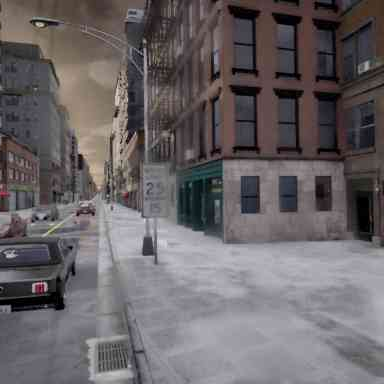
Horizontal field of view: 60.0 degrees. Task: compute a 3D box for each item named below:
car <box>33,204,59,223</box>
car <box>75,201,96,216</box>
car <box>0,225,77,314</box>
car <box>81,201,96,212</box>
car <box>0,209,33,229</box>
[{"bbox_3d":[-13.028,1.841,29.671,2.128,1.511,4.902,-1,0,-16],"label":"car"},{"bbox_3d":[-11.852,1.908,37.194,1.812,1.442,4.674,-1,0,-15],"label":"car"},{"bbox_3d":[-3.736,1.677,7.621,1.895,1.301,4.718,-1,0,-15],"label":"car"},{"bbox_3d":[-14.629,2.032,47.095,1.812,1.442,4.674,-1,-1,-15],"label":"car"},{"bbox_3d":[-9.298,1.741,16.110,1.812,1.442,4.674,-1,0,-15],"label":"car"}]
